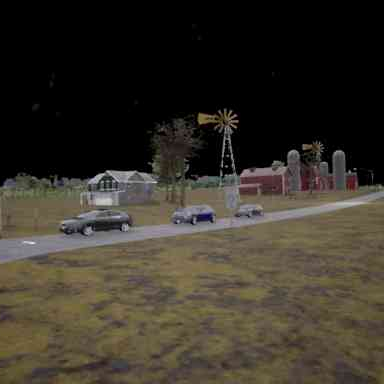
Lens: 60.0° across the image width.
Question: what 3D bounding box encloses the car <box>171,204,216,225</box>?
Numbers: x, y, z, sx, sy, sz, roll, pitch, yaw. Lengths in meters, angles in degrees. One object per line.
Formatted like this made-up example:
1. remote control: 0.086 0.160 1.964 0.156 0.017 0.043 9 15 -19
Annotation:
1. car: 0.202 1.857 28.870 2.097 1.767 4.553 -2 -2 36

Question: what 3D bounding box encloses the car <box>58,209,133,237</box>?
1. car: -5.776 1.828 20.515 1.837 1.490 4.892 -2 -3 35

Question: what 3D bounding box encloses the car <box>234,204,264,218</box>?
1. car: 6.490 2.129 37.624 1.837 1.490 4.892 -2 -1 36
